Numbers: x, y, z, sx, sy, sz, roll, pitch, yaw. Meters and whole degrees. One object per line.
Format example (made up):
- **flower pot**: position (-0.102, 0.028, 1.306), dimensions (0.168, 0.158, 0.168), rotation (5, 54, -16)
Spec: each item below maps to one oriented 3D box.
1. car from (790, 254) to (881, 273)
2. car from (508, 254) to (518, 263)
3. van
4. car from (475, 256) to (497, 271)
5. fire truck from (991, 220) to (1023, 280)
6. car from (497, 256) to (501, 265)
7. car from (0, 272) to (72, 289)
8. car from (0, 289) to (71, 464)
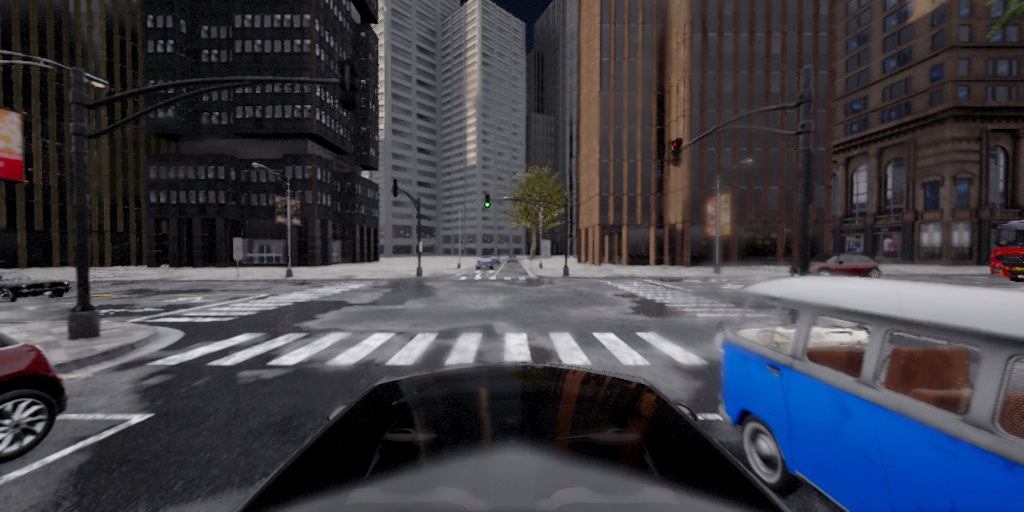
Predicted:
- **car**: position (20.421, 0.673, 22.783), dimensions (4.553, 1.767, 2.097), rotation (0, 1, 0)
- **car**: position (0.118, 0.595, 64.990), dimensions (2.033, 1.411, 5.357), rotation (0, 1, 0)
- **van**: position (2.857, 1.088, 1.962), dimensions (1.690, 1.789, 3.998), rotation (0, 0, 0)
- **car**: position (-3.036, 0.861, 40.743), dimensions (1.812, 1.442, 4.674), rotation (0, 1, 0)
- **fire truck**: position (31.916, -0.364, 19.464), dimensions (8.468, 3.827, 2.891), rotation (0, 1, 0)
- **car**: position (-2.931, 0.664, 58.024), dimensions (1.812, 1.442, 4.674), rotation (0, 1, 1)
- **car**: position (-22.878, 1.364, 15.953), dimensions (4.718, 1.301, 1.895), rotation (0, 1, 0)
- **car**: position (-5.669, 1.187, 1.960), dimensions (1.967, 1.591, 4.097), rotation (0, 0, 0)
